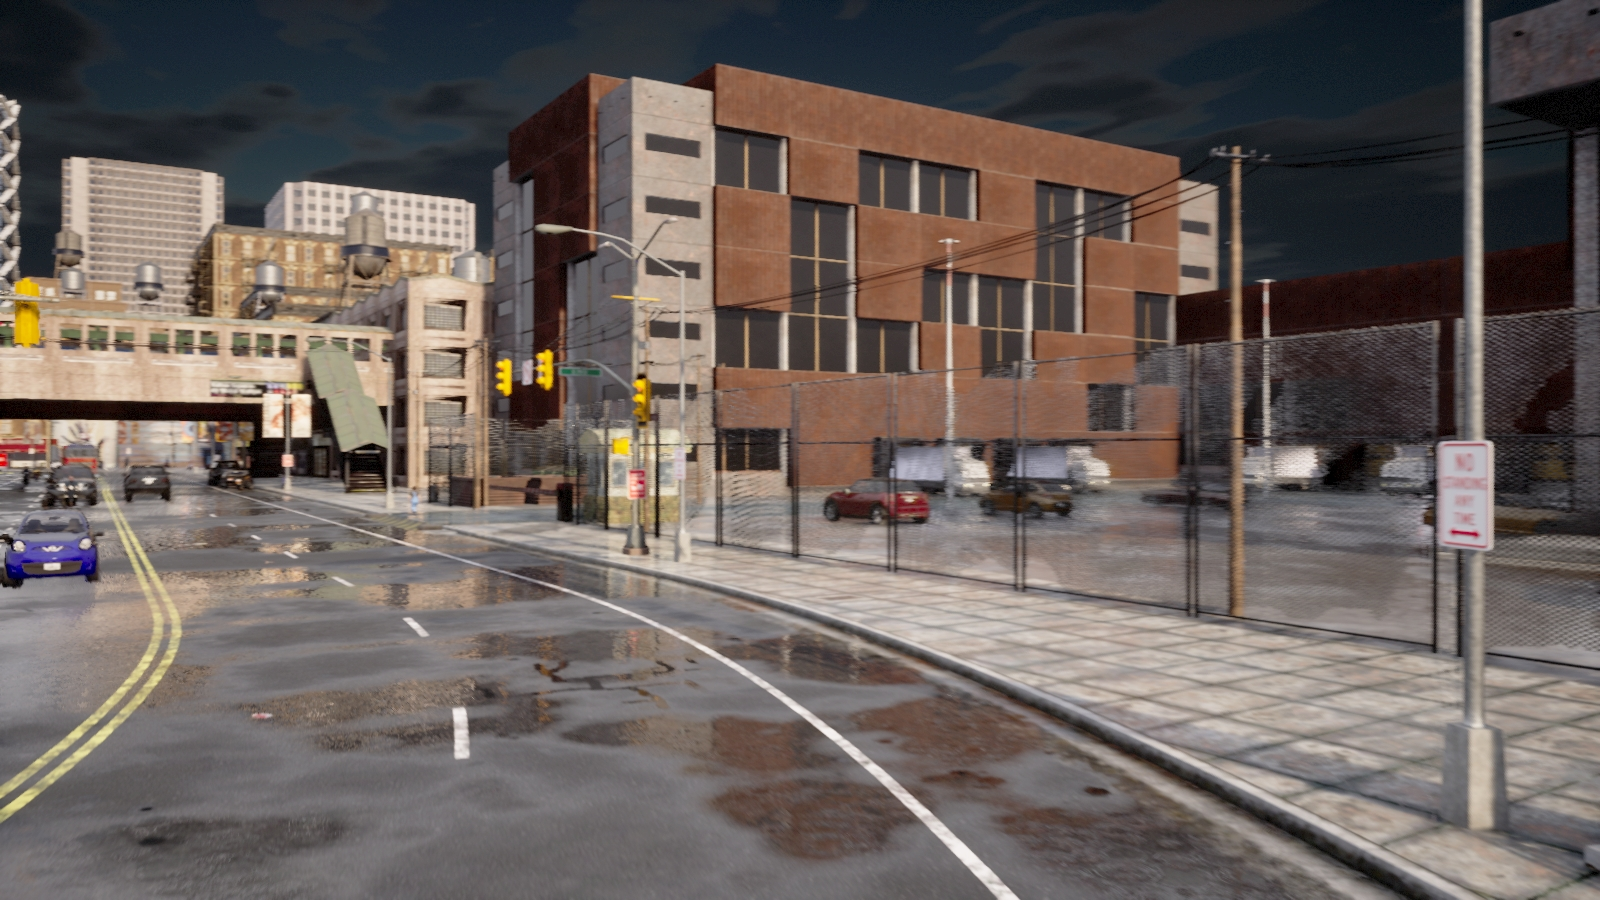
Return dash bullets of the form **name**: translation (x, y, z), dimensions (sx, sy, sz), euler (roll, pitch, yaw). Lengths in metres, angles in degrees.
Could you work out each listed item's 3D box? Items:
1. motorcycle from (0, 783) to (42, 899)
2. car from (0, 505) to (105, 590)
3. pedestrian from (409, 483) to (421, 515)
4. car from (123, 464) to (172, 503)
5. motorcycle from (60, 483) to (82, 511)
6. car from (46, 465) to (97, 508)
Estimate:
- **motorcycle**: translation (-3.864, 2.209, 4.263), dimensions (0.867, 1.251, 2.209), euler (-1, 0, -8)
- **car**: translation (-16.241, 2.056, 24.892), dimensions (1.845, 1.501, 3.633), euler (0, 0, -32)
- **pedestrian**: translation (-15.698, 1.994, 46.544), dimensions (0.375, 1.300, 0.375), euler (0, 0, -35)
- **car**: translation (-36.705, 1.820, 64.223), dimensions (2.150, 2.045, 5.566), euler (0, 0, -32)
- **motorcycle**: translation (-34.555, 2.220, 54.184), dimensions (0.856, 1.236, 1.805), euler (0, 0, -32)
- **car**: translation (-37.753, 1.822, 59.293), dimensions (2.150, 2.045, 5.566), euler (0, 0, -32)
